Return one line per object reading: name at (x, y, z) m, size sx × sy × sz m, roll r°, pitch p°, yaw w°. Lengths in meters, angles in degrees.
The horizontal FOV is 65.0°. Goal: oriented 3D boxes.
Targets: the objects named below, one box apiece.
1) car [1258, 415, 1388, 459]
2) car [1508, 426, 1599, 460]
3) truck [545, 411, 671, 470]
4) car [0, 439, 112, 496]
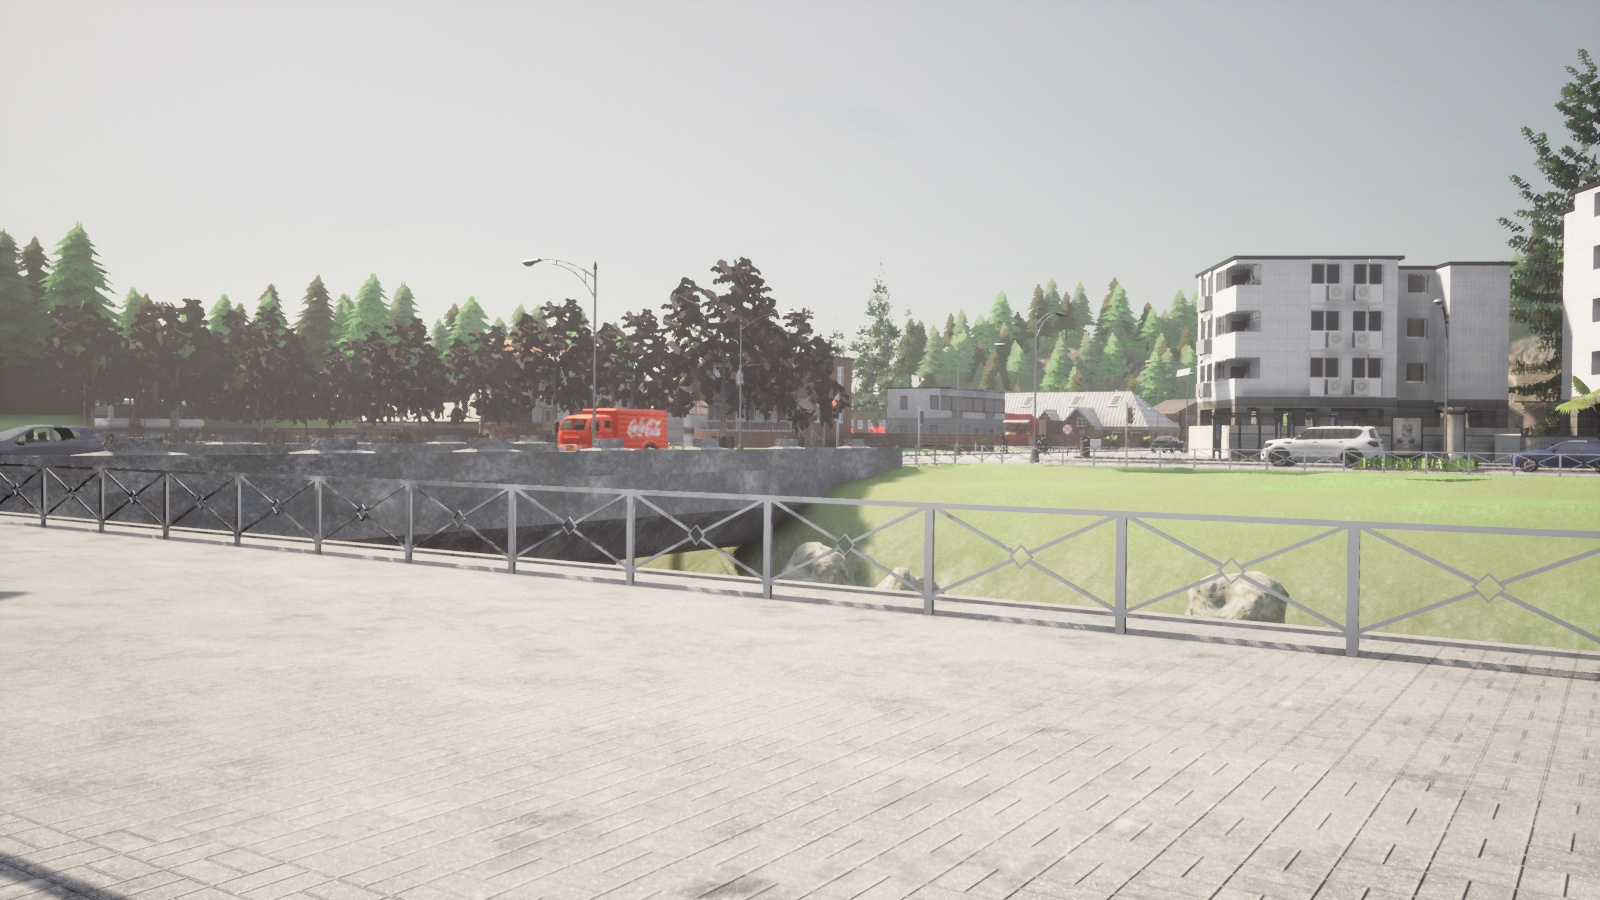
car at (25.532, -0.618, 61.345) m, size 5.566 × 2.045 × 2.150 m, roll 0°, pitch 1°, yaw 33°
car at (34.119, -0.311, 55.644) m, size 4.674 × 1.442 × 1.812 m, roll 0°, pitch 1°, yaw 34°
truck at (-8.394, -0.436, 55.421) m, size 2.627 × 2.467 × 5.204 m, roll 0°, pitch 1°, yaw 34°
car at (-21.711, 0.459, 35.346) m, size 1.845 × 1.501 × 3.633 m, roll 0°, pitch 1°, yaw 34°
